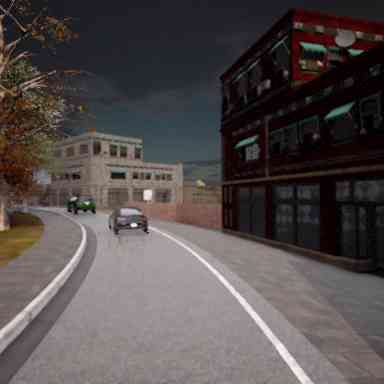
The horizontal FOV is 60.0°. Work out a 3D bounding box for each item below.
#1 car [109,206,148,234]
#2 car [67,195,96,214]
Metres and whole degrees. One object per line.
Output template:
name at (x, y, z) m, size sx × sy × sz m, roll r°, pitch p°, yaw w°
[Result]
car at (-3.765, 1.559, 19.427) m, size 1.812 × 1.442 × 4.674 m, roll 0°, pitch 0°, yaw -19°
car at (-12.225, 1.341, 36.631) m, size 2.150 × 2.045 × 5.566 m, roll 0°, pitch 0°, yaw -31°
